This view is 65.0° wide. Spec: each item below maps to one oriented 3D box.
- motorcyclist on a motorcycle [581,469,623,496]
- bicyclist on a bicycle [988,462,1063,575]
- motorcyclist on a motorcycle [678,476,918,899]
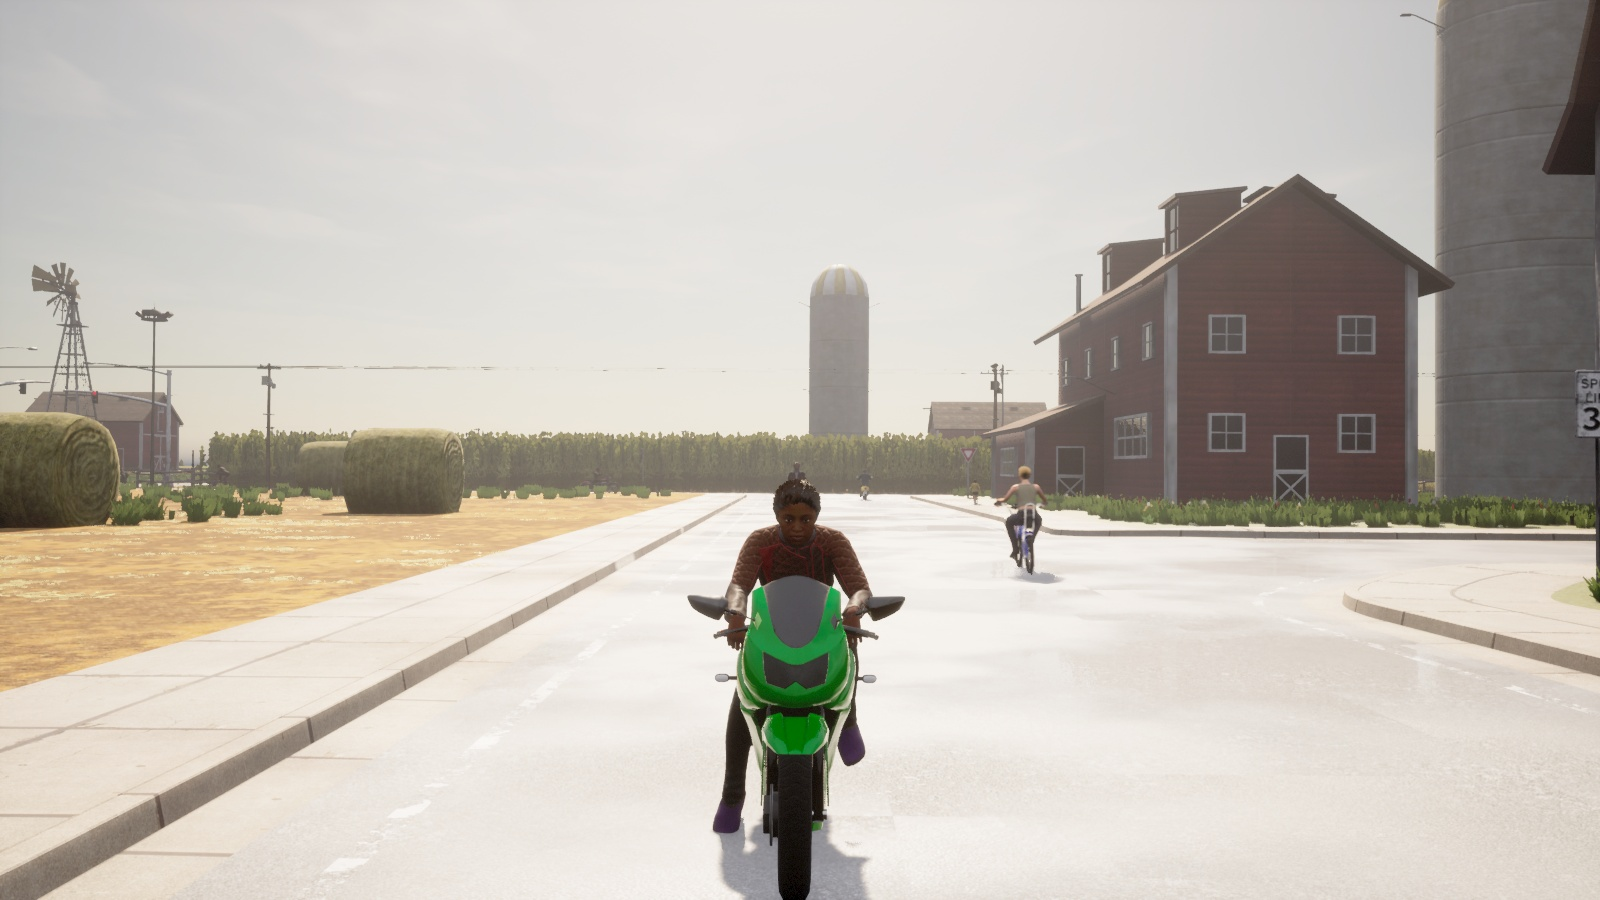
[{"bbox_3d":[-11.968,1.949,75.926,2.350,1.649,0.766,0,-1,1],"label":"motorcyclist on a motorcycle"},{"bbox_3d":[3.445,1.017,19.322,0.866,1.612,1.509,-1,1,0],"label":"bicyclist on a bicycle"},{"bbox_3d":[-0.010,0.878,5.209,0.797,1.523,2.044,0,-1,0],"label":"motorcyclist on a motorcycle"}]
